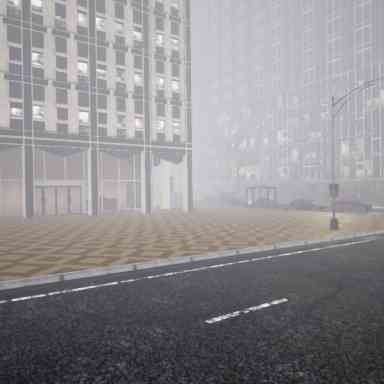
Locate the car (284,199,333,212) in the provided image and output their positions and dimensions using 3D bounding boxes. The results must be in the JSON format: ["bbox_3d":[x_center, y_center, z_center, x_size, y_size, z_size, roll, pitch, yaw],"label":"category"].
[{"bbox_3d":[12.761,1.423,36.547,1.947,1.339,4.313,0,1,-34],"label":"car"}]

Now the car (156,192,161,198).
[{"bbox_3d":[-5.818,0.614,78.905,2.192,1.841,5.009,0,1,-34],"label":"car"}]

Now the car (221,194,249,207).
[{"bbox_3d":[6.421,1.319,45.984,1.947,1.339,4.313,0,1,-34],"label":"car"}]

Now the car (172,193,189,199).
[{"bbox_3d":[-2.617,0.935,74.213,1.802,1.307,4.206,0,1,-34],"label":"car"}]

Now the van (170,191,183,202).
[{"bbox_3d":[-3.138,0.936,60.098,1.690,1.788,3.998,0,1,-34],"label":"van"}]

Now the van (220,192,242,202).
[{"bbox_3d":[6.987,0.854,60.120,1.690,1.788,3.998,0,1,-34],"label":"van"}]

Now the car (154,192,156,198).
[{"bbox_3d":[-9.020,0.685,83.603,1.967,1.590,4.097,0,1,-34],"label":"car"}]

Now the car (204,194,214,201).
[{"bbox_3d":[3.786,1.042,64.820,1.802,1.307,4.206,0,1,-34],"label":"car"}]

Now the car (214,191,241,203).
[{"bbox_3d":[6.384,0.896,50.716,2.150,2.045,5.566,-1,1,-34],"label":"car"}]

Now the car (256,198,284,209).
[{"bbox_3d":[9.574,1.387,41.255,1.802,1.307,4.206,0,1,-34],"label":"car"}]

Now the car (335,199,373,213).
[{"bbox_3d":[16.848,1.407,35.365,1.994,1.385,4.181,-1,1,-34],"label":"car"}]
